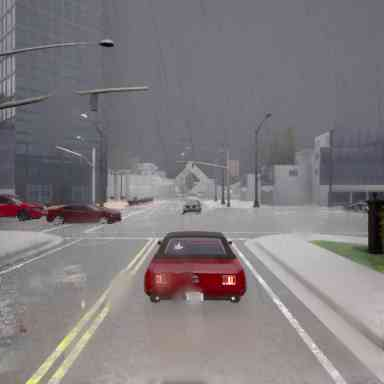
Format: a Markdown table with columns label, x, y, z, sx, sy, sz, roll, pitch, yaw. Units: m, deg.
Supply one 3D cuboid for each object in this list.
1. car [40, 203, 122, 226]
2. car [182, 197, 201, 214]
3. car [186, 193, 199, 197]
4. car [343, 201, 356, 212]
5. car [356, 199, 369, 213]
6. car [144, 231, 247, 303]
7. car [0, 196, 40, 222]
| label | x | y | z | sx | sy | sz | roll | pitch | yaw |
| --- | --- | --- | --- | --- | --- | --- | --- | --- | --- |
| car | -7.419 | 1.513 | 23.050 | 5.008 | 1.535 | 1.882 | 0 | 0 | 1 |
| car | -0.031 | 1.562 | 35.079 | 2.033 | 1.411 | 5.357 | 0 | 0 | 2 |
| car | 0.084 | 1.221 | 64.767 | 2.150 | 2.045 | 5.566 | 0 | 0 | 0 |
| car | 19.372 | 1.520 | 37.583 | 4.181 | 1.385 | 1.994 | 0 | 0 | -1 |
| car | 19.876 | 1.480 | 34.088 | 4.674 | 1.442 | 1.812 | 0 | 0 | 0 |
| car | 0.071 | 1.601 | 8.183 | 1.895 | 1.301 | 4.718 | 0 | 0 | 0 |
| car | -14.717 | 1.312 | 26.605 | 5.566 | 2.045 | 2.150 | -1 | 0 | 0 |
